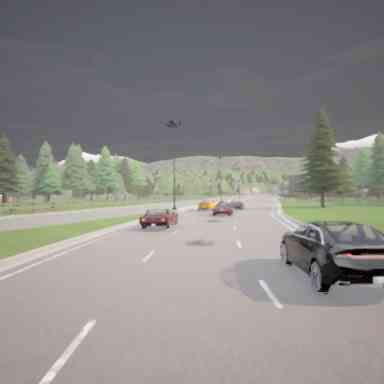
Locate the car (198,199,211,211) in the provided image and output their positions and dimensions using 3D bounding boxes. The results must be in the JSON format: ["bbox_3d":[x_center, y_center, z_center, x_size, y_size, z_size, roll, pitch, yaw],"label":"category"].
[{"bbox_3d":[2.165,1.762,45.529,1.882,1.535,5.008,-1,0,14],"label":"car"}]

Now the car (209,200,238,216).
[{"bbox_3d":[3.422,1.764,35.521,1.994,1.385,4.181,-1,-1,12],"label":"car"}]

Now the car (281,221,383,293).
[{"bbox_3d":[3.724,1.508,8.870,2.128,1.511,4.902,-1,0,2],"label":"car"}]

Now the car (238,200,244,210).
[{"bbox_3d":[6.274,1.813,47.538,1.994,1.385,4.181,-1,0,14],"label":"car"}]

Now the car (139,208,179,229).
[{"bbox_3d":[-2.143,1.784,23.055,1.895,1.301,4.718,-1,0,7],"label":"car"}]
